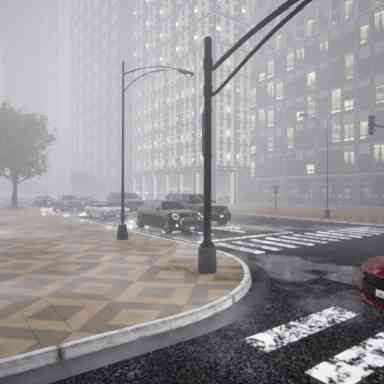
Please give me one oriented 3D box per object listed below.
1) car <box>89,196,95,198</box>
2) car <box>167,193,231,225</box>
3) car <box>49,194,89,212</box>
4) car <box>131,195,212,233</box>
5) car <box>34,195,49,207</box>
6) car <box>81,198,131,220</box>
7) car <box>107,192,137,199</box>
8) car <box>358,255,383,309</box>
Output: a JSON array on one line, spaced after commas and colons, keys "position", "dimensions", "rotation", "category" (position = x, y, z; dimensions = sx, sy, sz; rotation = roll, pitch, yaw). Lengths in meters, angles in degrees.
[{"position": [-12.150, 1.184, 38.665], "dimensions": [2.128, 1.511, 4.902], "rotation": [0, 0, -37], "category": "car"}, {"position": [0.136, 1.085, 22.131], "dimensions": [2.150, 2.045, 5.566], "rotation": [0, 0, -37], "category": "car"}, {"position": [-12.543, 1.062, 33.741], "dimensions": [2.097, 1.767, 4.553], "rotation": [0, 0, -37], "category": "car"}, {"position": [-1.304, 1.216, 18.621], "dimensions": [2.097, 1.767, 4.553], "rotation": [0, 0, -37], "category": "car"}, {"position": [-18.548, 1.112, 41.869], "dimensions": [2.128, 1.511, 4.902], "rotation": [0, 0, -36], "category": "car"}, {"position": [-6.672, 1.393, 25.833], "dimensions": [1.895, 1.301, 4.718], "rotation": [0, 0, -37], "category": "car"}, {"position": [-6.042, 1.001, 30.446], "dimensions": [2.150, 2.045, 5.566], "rotation": [0, 0, -37], "category": "car"}, {"position": [5.645, 1.477, 6.356], "dimensions": [5.008, 1.535, 1.882], "rotation": [0, -1, -15], "category": "car"}]
